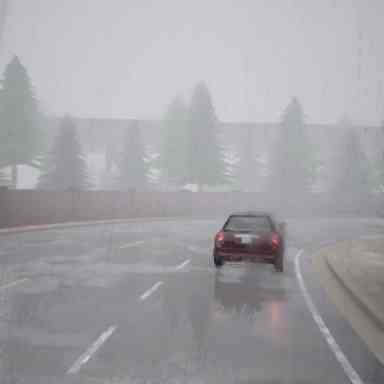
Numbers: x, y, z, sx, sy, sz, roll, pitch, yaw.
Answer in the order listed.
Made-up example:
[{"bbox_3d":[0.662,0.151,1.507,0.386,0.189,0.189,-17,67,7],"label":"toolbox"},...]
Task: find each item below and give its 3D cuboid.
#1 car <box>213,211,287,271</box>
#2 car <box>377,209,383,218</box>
[{"bbox_3d":[2.180,1.446,11.653,2.097,1.767,4.553,0,-1,16],"label":"car"},{"bbox_3d":[20.369,1.889,32.152,4.674,1.442,1.812,0,0,-8],"label":"car"}]
